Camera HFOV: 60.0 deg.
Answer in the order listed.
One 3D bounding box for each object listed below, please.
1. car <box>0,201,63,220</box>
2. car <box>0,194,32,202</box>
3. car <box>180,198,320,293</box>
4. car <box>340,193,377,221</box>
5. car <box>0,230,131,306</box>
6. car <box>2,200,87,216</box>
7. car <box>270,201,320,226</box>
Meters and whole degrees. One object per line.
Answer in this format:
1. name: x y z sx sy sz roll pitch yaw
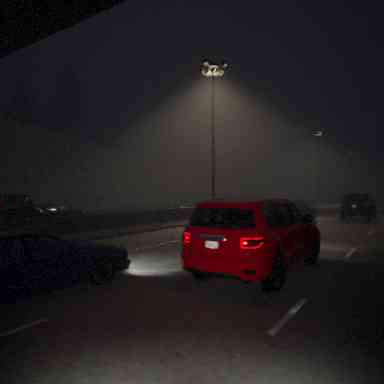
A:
1. car: -9.637 1.463 17.530 1.837 1.490 4.892 0 0 33
2. car: -14.027 1.166 23.584 2.150 2.045 5.566 0 0 33
3. car: 1.893 1.191 9.219 2.150 2.045 5.566 0 0 33
4. car: 13.328 1.129 26.540 2.150 2.045 5.566 0 0 33
5. car: -3.755 1.530 7.017 2.033 1.411 5.357 0 0 33
6. car: -10.017 1.489 23.307 2.033 1.411 5.357 0 0 33
7. car: 7.652 1.468 24.296 2.033 1.411 5.357 0 0 33
